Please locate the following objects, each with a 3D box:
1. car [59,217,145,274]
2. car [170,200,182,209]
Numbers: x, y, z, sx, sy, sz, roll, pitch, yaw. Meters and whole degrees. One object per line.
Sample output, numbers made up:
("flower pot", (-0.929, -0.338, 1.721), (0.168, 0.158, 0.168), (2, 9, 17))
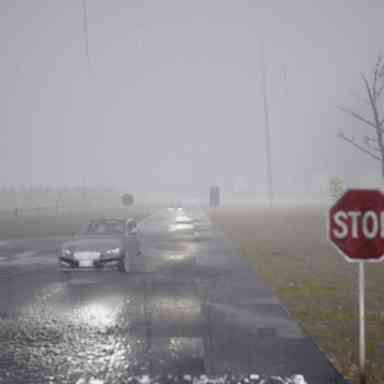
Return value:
("car", (-2.760, 1.608, 11.103), (2.128, 1.511, 4.902), (0, -1, 0))
("car", (-2.806, 2.059, 57.243), (1.812, 1.442, 4.674), (0, 0, 0))
